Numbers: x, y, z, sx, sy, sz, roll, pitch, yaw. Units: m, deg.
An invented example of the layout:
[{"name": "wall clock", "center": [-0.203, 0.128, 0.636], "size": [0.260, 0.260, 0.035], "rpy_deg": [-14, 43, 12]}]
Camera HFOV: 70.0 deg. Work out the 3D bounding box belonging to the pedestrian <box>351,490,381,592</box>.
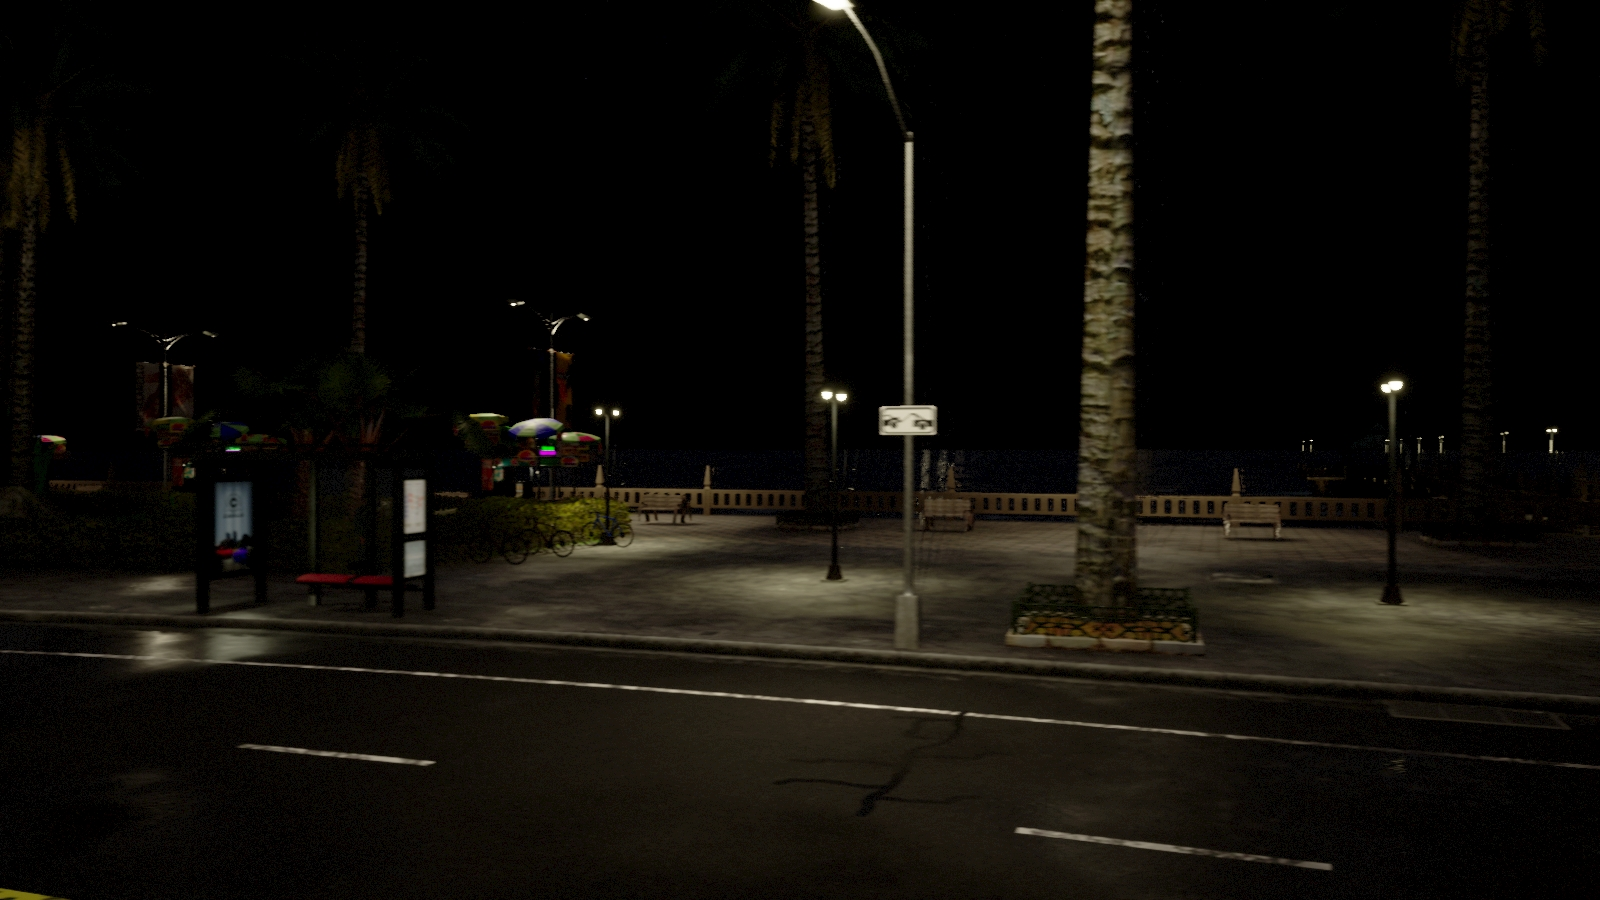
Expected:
[{"name": "pedestrian", "center": [-8.099, 1.687, 21.308], "size": [0.375, 1.860, 0.375], "rpy_deg": [0, 0, 14]}]
